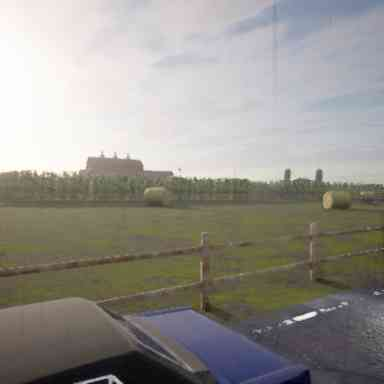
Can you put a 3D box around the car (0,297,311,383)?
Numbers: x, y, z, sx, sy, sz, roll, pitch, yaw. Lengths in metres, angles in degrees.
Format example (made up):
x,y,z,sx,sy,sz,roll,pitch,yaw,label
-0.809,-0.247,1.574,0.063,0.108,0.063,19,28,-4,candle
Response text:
x,y,z,sx,sy,sz,roll,pitch,yaw,label
-1.450,1.581,2.083,4.718,1.301,1.895,0,0,-34,car
